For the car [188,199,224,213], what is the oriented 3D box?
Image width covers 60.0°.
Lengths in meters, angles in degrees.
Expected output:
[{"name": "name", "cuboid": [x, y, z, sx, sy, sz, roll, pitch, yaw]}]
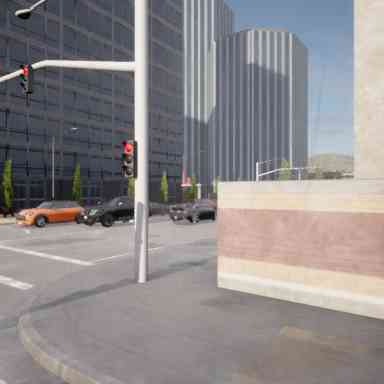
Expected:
[{"name": "car", "cuboid": [1.696, 1.560, 39.139, 1.837, 1.490, 4.892, 0, 0, 36]}]

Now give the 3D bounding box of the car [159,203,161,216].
[{"name": "car", "cuboid": [-4.231, 1.603, 30.910, 2.033, 1.411, 5.357, 0, 0, 36]}]

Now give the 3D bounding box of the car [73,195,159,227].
[{"name": "car", "cuboid": [-5.203, 1.277, 23.562, 2.150, 2.045, 5.566, 0, 0, 36]}]

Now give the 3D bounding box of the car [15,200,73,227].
[{"name": "car", "cuboid": [-9.758, 1.407, 23.216, 2.097, 1.767, 4.553, 0, 0, 36]}]

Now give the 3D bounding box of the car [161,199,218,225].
[{"name": "car", "cuboid": [0.310, 1.547, 24.895, 2.128, 1.511, 4.902, 0, 0, 36]}]
